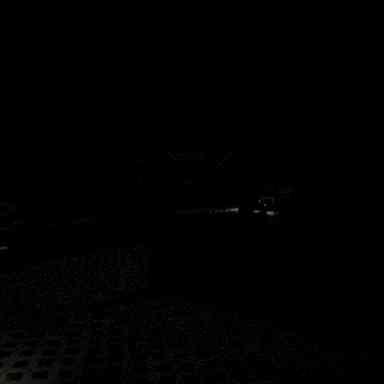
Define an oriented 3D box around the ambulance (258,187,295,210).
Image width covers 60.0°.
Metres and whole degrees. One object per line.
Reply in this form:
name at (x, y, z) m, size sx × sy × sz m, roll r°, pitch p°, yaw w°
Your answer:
ambulance at (9.666, 0.688, 38.036) m, size 2.351 × 2.431 × 6.366 m, roll 3°, pitch 2°, yaw 35°
